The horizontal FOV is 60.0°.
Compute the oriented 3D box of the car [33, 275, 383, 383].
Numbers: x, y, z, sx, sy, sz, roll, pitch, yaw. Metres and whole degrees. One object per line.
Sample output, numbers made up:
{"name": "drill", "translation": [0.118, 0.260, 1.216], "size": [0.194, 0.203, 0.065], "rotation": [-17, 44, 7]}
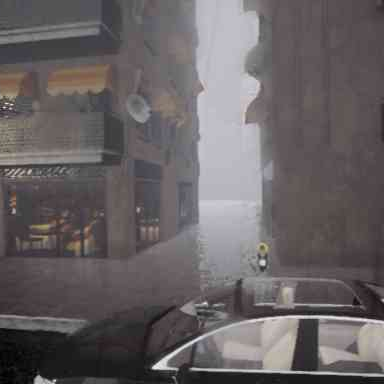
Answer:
{"name": "car", "translation": [0.734, 1.518, 3.060], "size": [4.403, 1.369, 2.008], "rotation": [-1, 0, 10]}
